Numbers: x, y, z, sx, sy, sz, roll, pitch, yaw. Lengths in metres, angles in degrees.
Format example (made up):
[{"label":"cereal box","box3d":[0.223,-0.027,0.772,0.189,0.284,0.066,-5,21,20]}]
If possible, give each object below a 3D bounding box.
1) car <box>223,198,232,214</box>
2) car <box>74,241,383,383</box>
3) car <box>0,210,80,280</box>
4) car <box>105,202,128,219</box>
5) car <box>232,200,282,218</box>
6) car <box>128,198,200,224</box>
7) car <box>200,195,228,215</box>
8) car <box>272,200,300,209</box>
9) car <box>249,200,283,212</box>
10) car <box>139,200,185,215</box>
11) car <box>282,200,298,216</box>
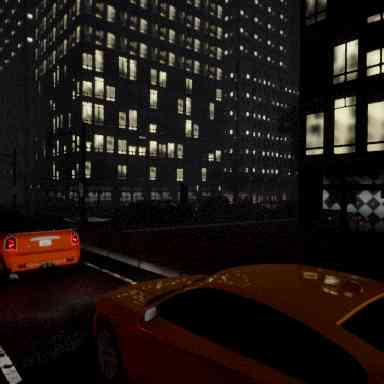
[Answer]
[{"label":"car","box3d":[6.152,1.755,36.789,5.008,1.535,1.882,1,1,-39]},{"label":"car","box3d":[0.743,1.476,3.256,1.882,1.535,5.008,0,0,-40]},{"label":"car","box3d":[-5.189,1.347,10.304,2.097,1.767,4.553,0,0,-40]},{"label":"car","box3d":[-5.797,1.642,31.206,4.674,1.442,1.812,1,1,-38]},{"label":"car","box3d":[6.701,1.832,33.907,4.829,1.417,1.752,1,0,-39]},{"label":"car","box3d":[-2.181,1.523,26.684,5.009,1.841,2.192,1,0,-39]},{"label":"car","box3d":[1.882,1.423,37.430,5.566,2.045,2.150,1,1,-39]},{"label":"car","box3d":[14.403,1.881,50.969,4.313,1.339,1.947,1,0,-39]},{"label":"car","box3d":[9.767,1.814,43.838,4.674,1.442,1.812,1,1,-39]},{"label":"car","box3d":[-3.228,1.647,36.635,4.829,1.417,1.752,1,0,-39]},{"label":"car","box3d":[10.945,1.935,37.358,4.206,1.307,1.802,1,0,-39]}]
